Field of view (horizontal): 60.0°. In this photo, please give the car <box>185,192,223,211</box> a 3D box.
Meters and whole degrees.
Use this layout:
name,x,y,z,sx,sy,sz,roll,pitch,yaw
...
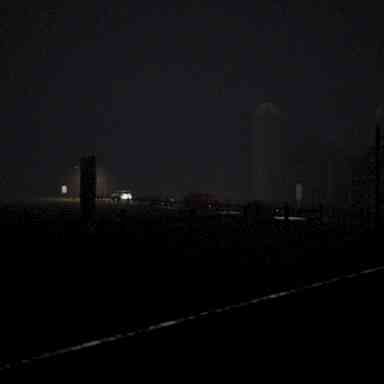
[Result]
name,x,y,z,sx,sy,sz,roll,pitch,yaw
car,1.264,1.085,39.830,2.150,2.045,5.566,0,1,-36

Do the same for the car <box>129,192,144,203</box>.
name,x,y,z,sx,sy,sz,roll,pitch,yaw
car,-8.639,1.148,58.467,2.128,1.511,4.902,0,1,-36

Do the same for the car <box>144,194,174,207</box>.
name,x,y,z,sx,sy,sz,roll,pitch,yaw
car,-4.514,1.121,47.882,2.097,1.767,4.553,0,1,-35

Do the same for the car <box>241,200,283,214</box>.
name,x,y,z,sx,sy,sz,roll,pitch,yaw
car,6.738,1.517,32.244,1.994,1.385,4.181,0,1,-36

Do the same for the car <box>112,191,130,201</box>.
name,x,y,z,sx,sy,sz,roll,pitch,yaw
car,-13.973,0.787,65.822,2.150,2.045,5.566,0,1,-36
